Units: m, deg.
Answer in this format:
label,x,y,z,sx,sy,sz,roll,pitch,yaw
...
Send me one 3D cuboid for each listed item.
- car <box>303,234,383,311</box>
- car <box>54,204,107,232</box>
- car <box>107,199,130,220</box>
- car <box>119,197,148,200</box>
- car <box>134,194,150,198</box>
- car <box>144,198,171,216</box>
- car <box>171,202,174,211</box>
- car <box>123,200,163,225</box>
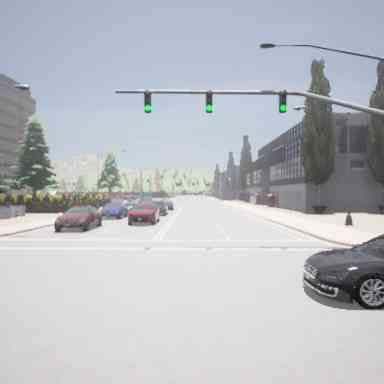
label,x,y,z,sx,sy,sz,roll,pitch,yaw
car,4.963,1.598,7.224,4.892,1.490,1.837,0,0,1
car,-7.047,1.620,21.093,1.812,1.442,4.674,0,0,0
car,-7.023,1.659,29.998,1.812,1.442,4.674,0,0,0
car,-6.991,1.669,39.760,2.128,1.511,4.902,0,0,0
car,-6.942,1.573,49.693,2.097,1.767,4.553,0,0,1
car,-3.510,1.659,34.566,1.837,1.490,4.892,0,0,0
car,-3.466,1.762,44.442,1.994,1.385,4.181,0,0,1
car,-3.536,1.589,25.071,1.882,1.535,5.008,0,0,0
